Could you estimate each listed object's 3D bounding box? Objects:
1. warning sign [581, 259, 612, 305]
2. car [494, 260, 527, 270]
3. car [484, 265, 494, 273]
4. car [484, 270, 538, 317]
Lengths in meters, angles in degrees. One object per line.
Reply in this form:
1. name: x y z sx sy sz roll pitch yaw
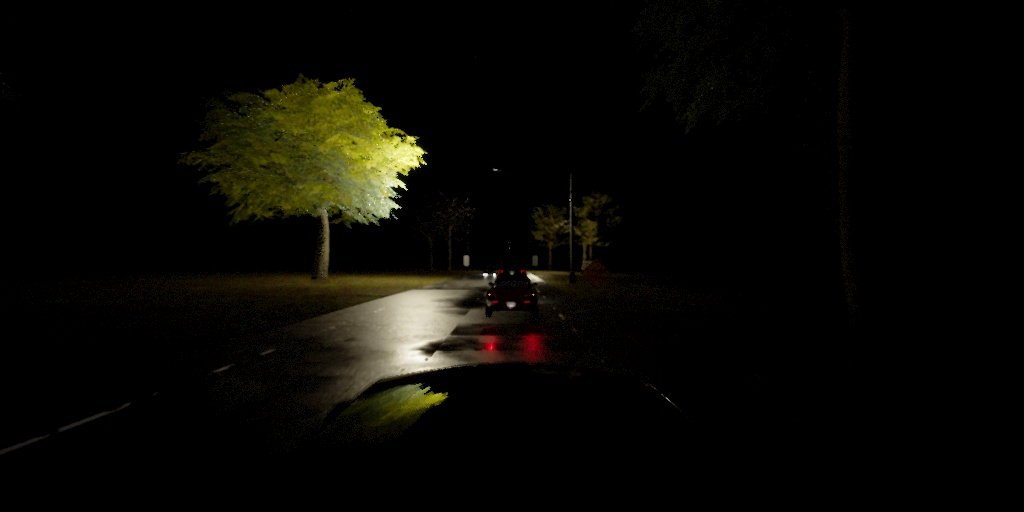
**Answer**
1. warning sign: 3.545 1.033 15.194 1.300 1.860 1.060 0 0 0
2. car: 0.022 1.342 28.086 2.150 2.045 5.566 0 -1 1
3. car: -3.572 2.243 59.893 1.837 1.490 4.892 0 -1 1
4. car: 0.035 1.426 13.876 1.812 1.442 4.674 0 -1 2
